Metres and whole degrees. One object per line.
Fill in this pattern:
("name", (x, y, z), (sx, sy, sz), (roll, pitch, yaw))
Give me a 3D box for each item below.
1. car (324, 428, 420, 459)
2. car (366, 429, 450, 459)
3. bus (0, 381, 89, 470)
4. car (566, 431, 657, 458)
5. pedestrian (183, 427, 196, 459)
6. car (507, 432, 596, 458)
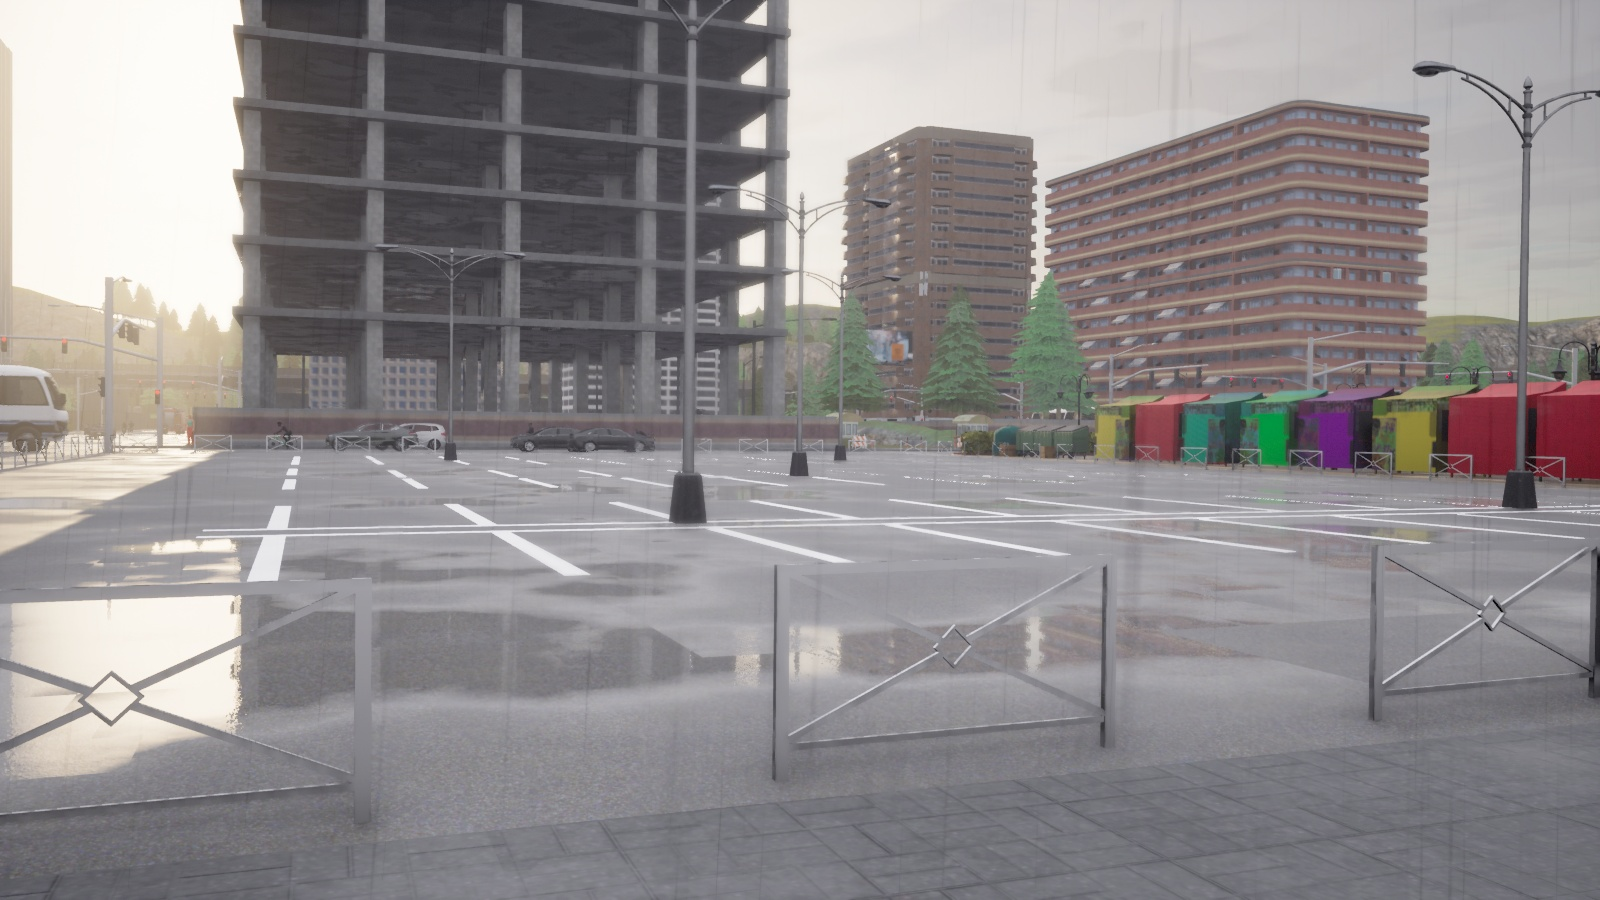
("car", (-24.227, -0.374, 71.120), (5.027, 1.651, 2.152), (-1, 1, -22))
("car", (-23.501, -0.382, 75.183), (4.611, 1.667, 2.242), (-1, 1, -22))
("bus", (-40.579, -1.159, 60.716), (10.273, 4.253, 3.944), (-1, 1, -23))
("car", (-10.911, -0.317, 72.679), (4.892, 1.490, 1.837), (-1, 1, -22))
("pedestrian", (-35.734, -0.416, 73.550), (0.345, 1.836, 0.594), (0, 1, 19))
("car", (-14.821, -0.311, 74.886), (4.892, 1.490, 1.837), (-1, 1, -22))
